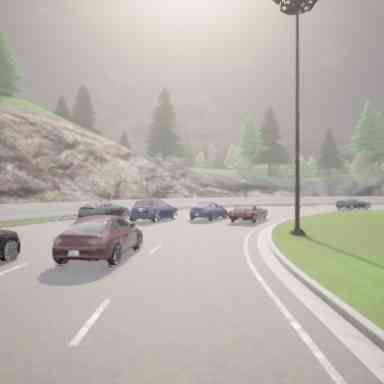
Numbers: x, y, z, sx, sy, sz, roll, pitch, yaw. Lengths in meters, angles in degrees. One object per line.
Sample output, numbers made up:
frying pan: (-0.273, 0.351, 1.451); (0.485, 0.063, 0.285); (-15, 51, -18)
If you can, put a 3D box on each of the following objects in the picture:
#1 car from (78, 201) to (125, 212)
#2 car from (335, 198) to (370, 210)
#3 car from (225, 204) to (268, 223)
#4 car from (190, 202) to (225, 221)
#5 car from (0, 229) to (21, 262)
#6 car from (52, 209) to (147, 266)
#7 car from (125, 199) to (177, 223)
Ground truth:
car: (-6.814, 1.480, 26.176); (2.128, 1.511, 4.902); (0, 0, 21)
car: (20.105, 1.474, 41.528); (4.902, 1.511, 2.128); (0, 0, -27)
car: (4.383, 1.590, 25.239); (1.895, 1.301, 4.718); (0, 0, 26)
car: (1.392, 1.514, 26.890); (1.812, 1.442, 4.674); (0, 0, 26)
car: (-6.715, 1.488, 9.179); (2.128, 1.511, 4.902); (0, 0, 3)
car: (-3.054, 1.521, 11.443); (1.812, 1.442, 4.674); (0, 0, 5)
car: (-2.859, 1.340, 25.848); (2.097, 1.767, 4.553); (0, 0, 22)
